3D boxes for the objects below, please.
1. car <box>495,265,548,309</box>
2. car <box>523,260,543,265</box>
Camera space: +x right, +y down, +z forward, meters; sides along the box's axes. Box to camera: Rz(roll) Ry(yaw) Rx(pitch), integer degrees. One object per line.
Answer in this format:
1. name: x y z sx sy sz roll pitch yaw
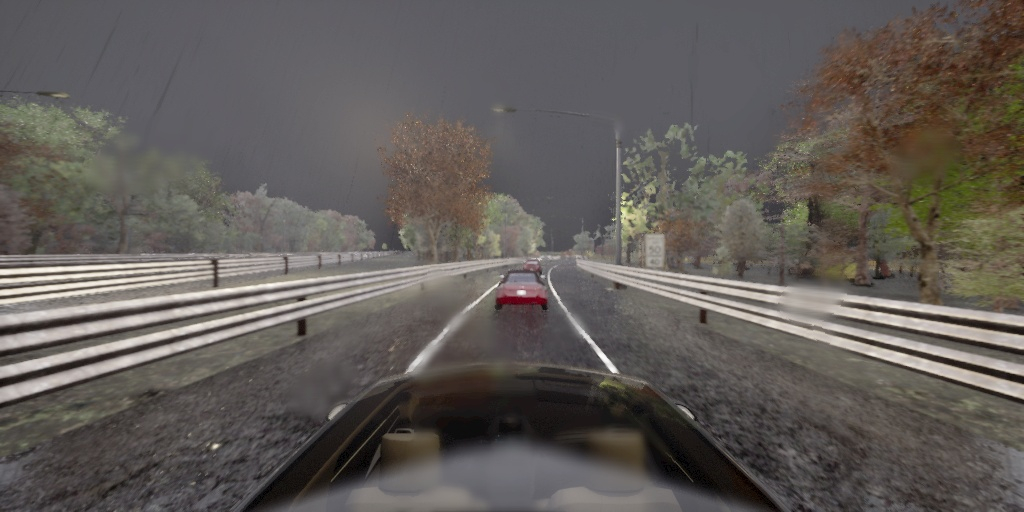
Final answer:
1. car: 0.417 1.250 14.650 1.994 1.385 4.181 0 0 2
2. car: 2.098 1.091 36.538 1.812 1.442 4.674 0 0 6
